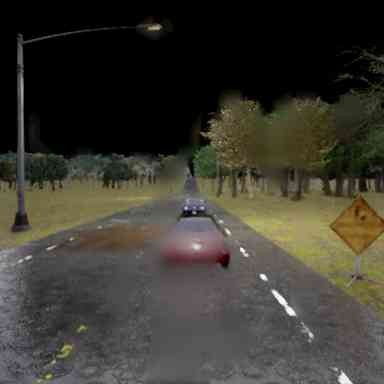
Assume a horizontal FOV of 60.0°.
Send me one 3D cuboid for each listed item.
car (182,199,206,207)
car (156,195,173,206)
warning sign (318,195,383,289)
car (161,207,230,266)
[{"bbox_3d":[0.190,1.215,27.278,1.895,1.301,4.718,0,1,0],"label":"car"},{"bbox_3d":[-3.422,1.034,42.533,1.895,1.301,4.718,0,1,0],"label":"car"},{"bbox_3d":[3.587,1.008,7.188,1.300,1.860,1.060,1,1,0],"label":"warning sign"},{"bbox_3d":[0.117,1.403,10.866,1.994,1.385,4.181,0,1,1],"label":"car"}]
